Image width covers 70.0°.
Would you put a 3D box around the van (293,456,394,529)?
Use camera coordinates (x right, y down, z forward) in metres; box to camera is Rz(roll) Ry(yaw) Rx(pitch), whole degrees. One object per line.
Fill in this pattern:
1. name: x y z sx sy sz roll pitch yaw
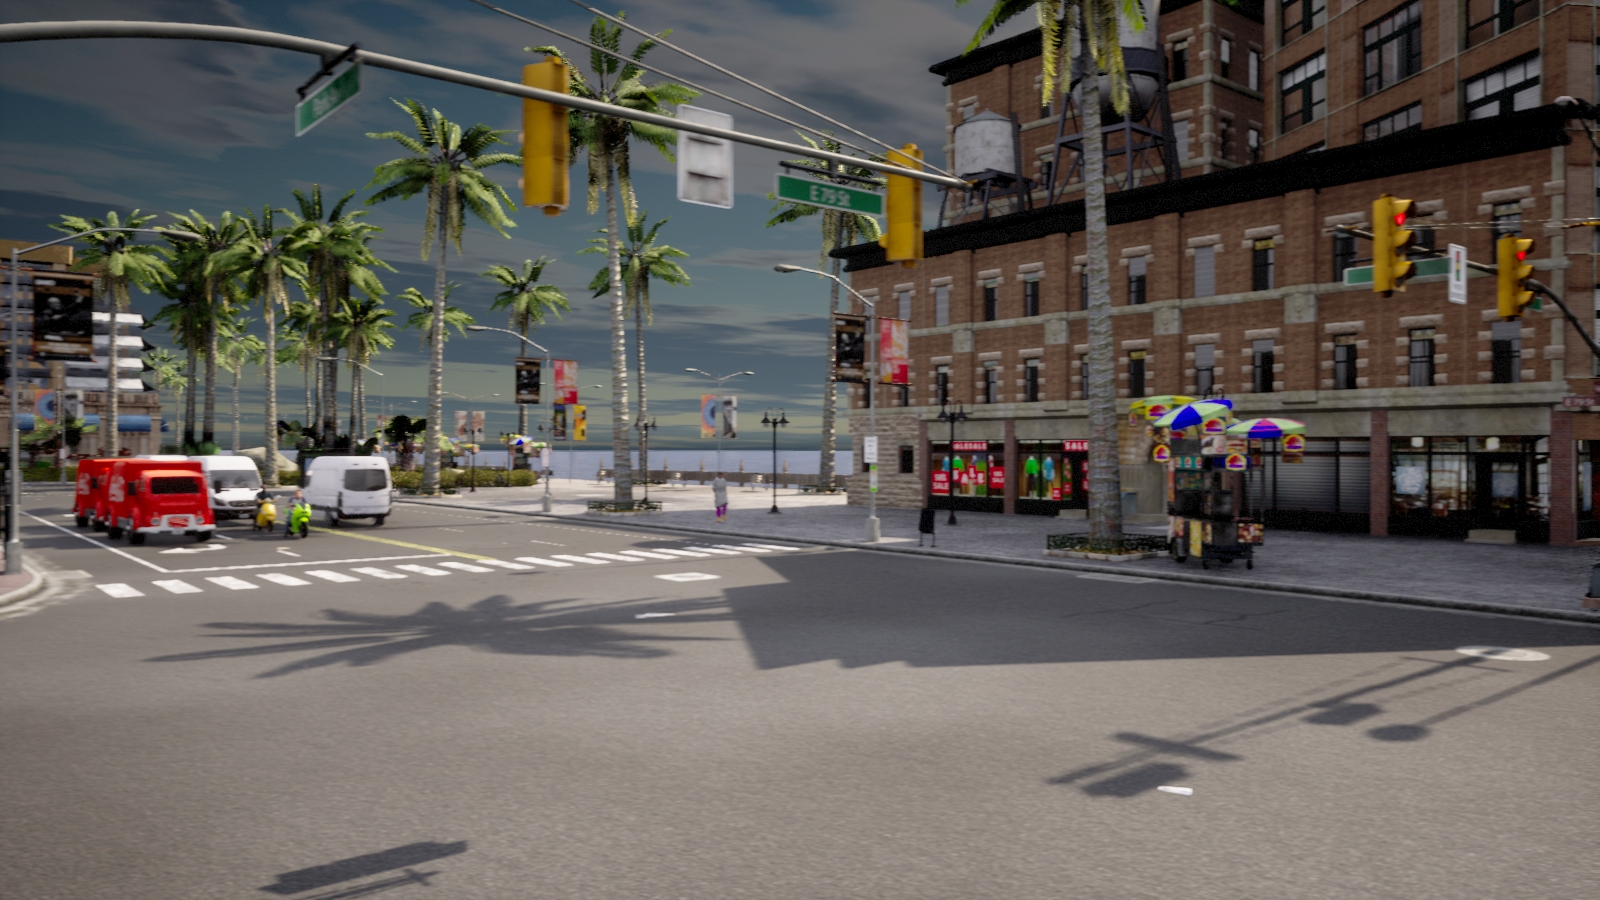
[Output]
1. van: -17.550 1.526 43.741 1.988 2.561 5.915 0 0 -39

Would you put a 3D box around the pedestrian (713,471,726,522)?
1. pedestrian: -2.929 1.699 41.788 0.375 1.860 0.375 0 0 -21

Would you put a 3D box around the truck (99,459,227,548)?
1. truck: -19.901 1.555 35.574 2.627 2.467 5.204 0 0 -39

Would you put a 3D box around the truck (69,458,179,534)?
1. truck: -24.290 1.554 40.948 2.627 2.467 5.204 0 0 -39

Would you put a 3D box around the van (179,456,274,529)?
1. van: -22.001 1.522 43.703 1.988 2.561 5.915 0 0 -39
